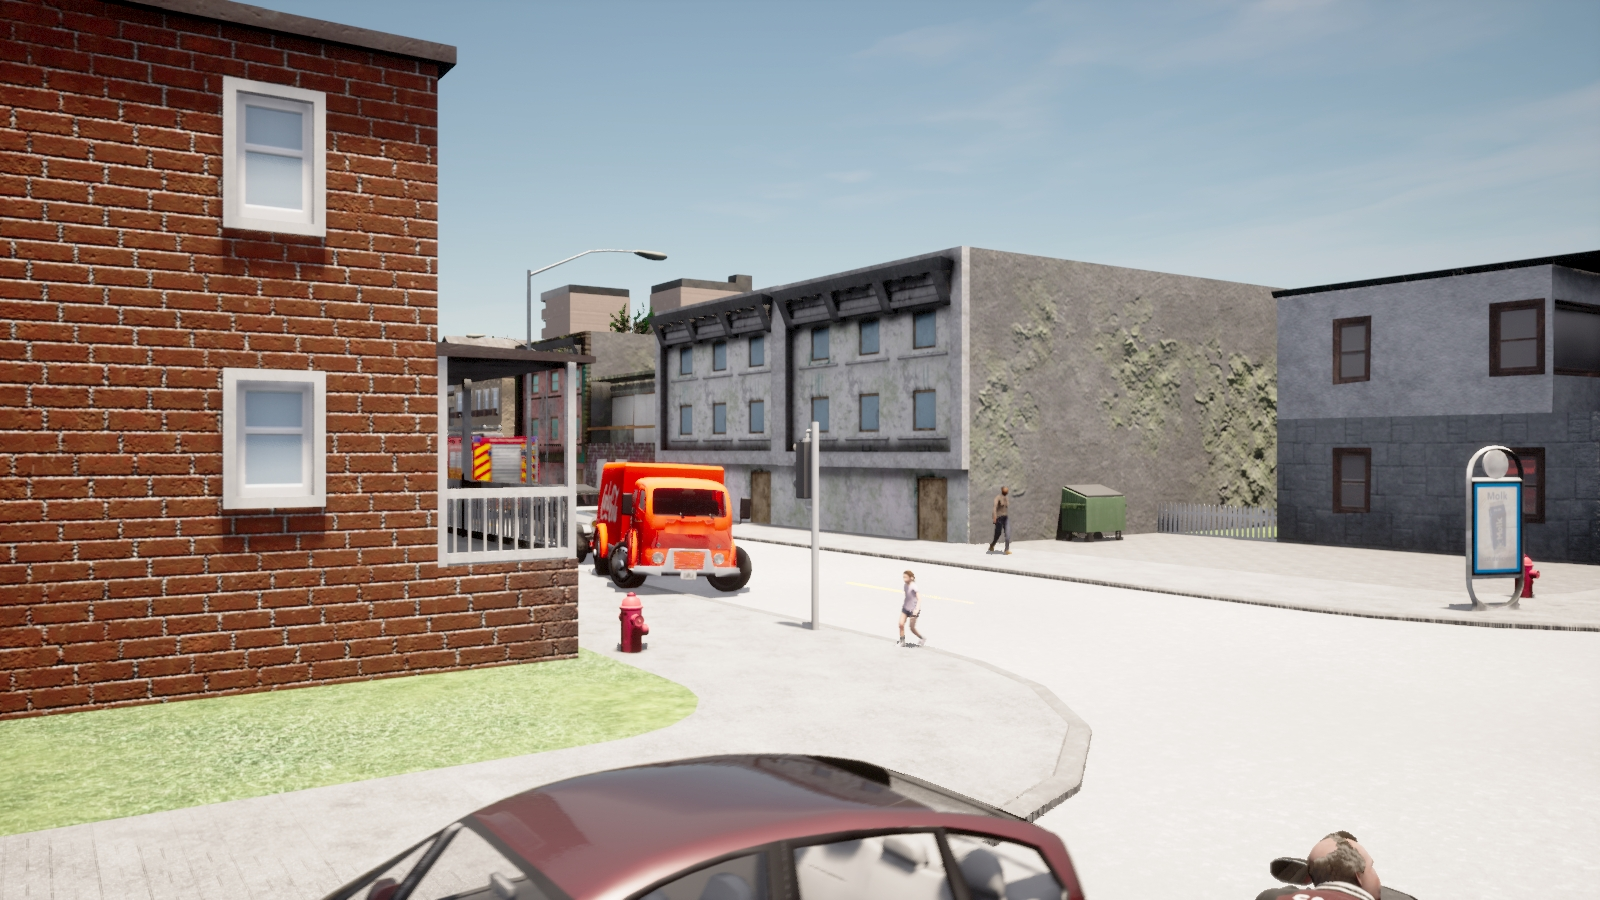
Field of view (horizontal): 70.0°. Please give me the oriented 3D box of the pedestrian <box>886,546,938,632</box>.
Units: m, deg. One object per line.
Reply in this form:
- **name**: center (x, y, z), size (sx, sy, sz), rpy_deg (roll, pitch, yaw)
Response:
- **pedestrian**: center (1.542, 1.897, 15.686), size (0.500, 1.100, 0.500), rpy_deg (0, 0, -40)

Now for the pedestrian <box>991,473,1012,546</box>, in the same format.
- **pedestrian**: center (5.182, 1.524, 29.410), size (0.375, 1.860, 0.375), rpy_deg (0, 0, -29)

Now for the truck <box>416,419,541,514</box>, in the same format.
- **truck**: center (-14.289, 0.670, 50.306), size (2.891, 3.827, 8.468), rpy_deg (0, 0, -33)

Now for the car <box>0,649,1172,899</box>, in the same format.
- **car**: center (-0.633, 1.801, 4.022), size (3.705, 1.549, 1.789), rpy_deg (-1, 0, -34)

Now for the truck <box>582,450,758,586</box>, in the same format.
- **truck**: center (-2.868, 1.294, 23.855), size (2.627, 2.467, 5.204), rpy_deg (3, -1, -17)
